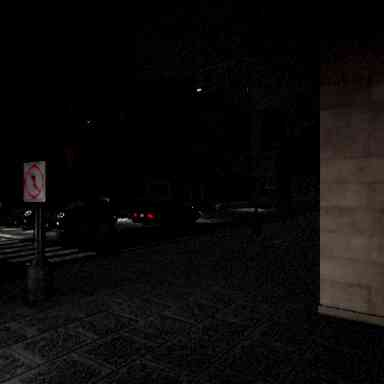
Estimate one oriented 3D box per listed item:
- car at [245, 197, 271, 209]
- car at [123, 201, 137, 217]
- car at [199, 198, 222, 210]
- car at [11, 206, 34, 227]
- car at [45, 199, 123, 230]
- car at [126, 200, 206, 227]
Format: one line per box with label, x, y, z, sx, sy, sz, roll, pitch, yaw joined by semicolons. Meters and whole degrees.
car;8.506;1.358;42.379;1.812;1.442;4.674;0;0;36
car;-4.644;1.480;29.471;1.994;1.385;4.181;0;0;35
car;1.400;1.419;38.002;2.033;1.411;5.357;0;0;36
car;-9.634;1.304;22.411;2.097;1.767;4.553;0;0;35
car;-6.910;1.297;20.632;2.097;1.767;4.553;0;0;35
car;-1.577;1.468;22.197;2.033;1.411;5.357;0;0;35
